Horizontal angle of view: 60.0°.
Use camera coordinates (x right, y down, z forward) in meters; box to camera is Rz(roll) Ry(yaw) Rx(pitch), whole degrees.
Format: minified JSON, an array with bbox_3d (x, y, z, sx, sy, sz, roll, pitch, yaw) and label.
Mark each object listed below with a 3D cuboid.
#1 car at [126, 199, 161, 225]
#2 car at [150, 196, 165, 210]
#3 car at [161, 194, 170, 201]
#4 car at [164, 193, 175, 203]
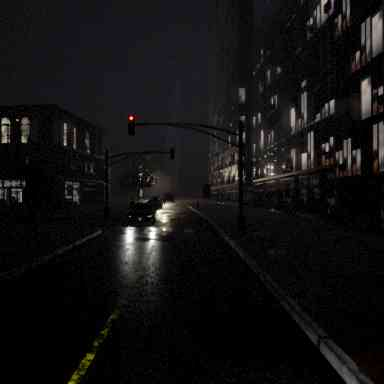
[{"bbox_3d":[-3.486,1.503,23.874,1.837,1.490,4.892,0,0,-3],"label":"car"},{"bbox_3d":[-4.791,1.557,42.994,1.994,1.385,4.181,0,0,-5],"label":"car"},{"bbox_3d":[-6.418,1.335,79.403,1.812,1.442,4.674,0,0,-10],"label":"car"},{"bbox_3d":[-4.869,1.208,69.136,2.150,2.045,5.566,0,0,-8],"label":"car"}]
